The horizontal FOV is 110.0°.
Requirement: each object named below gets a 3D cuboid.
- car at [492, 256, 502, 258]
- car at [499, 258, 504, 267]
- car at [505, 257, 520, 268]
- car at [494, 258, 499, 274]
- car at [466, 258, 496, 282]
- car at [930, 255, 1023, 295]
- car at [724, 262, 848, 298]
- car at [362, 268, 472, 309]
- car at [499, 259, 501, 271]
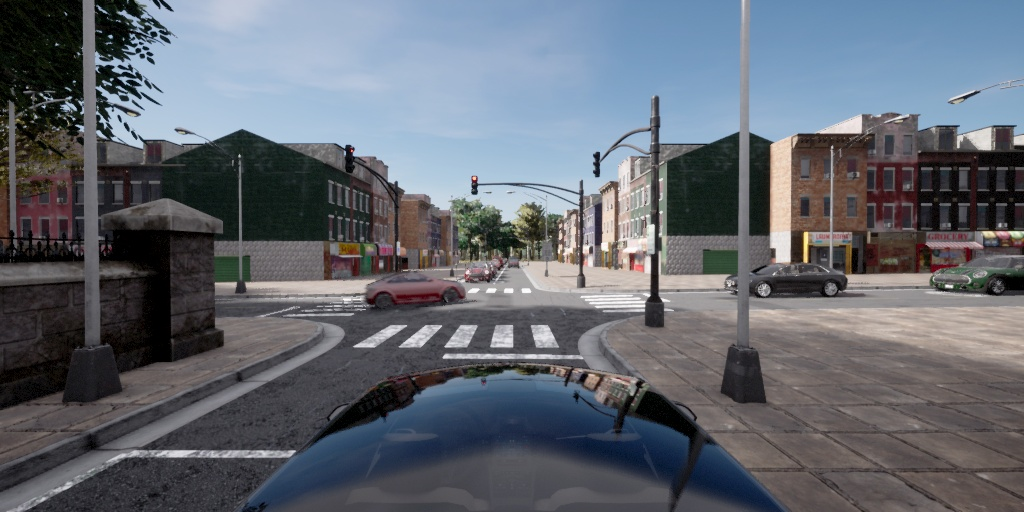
[{"bbox_3d":[-2.832,1.259,60.907,1.801,1.575,5.366,0,0,0],"label":"car"},{"bbox_3d":[-2.483,1.329,49.835,1.888,1.381,4.507,0,0,0],"label":"car"},{"bbox_3d":[0.297,1.294,61.911,2.128,1.511,4.902,0,0,0],"label":"car"},{"bbox_3d":[-2.537,1.204,33.532,1.967,1.591,4.097,0,0,0],"label":"car"},{"bbox_3d":[-2.555,1.199,28.097,1.967,1.591,4.097,0,0,0],"label":"car"},{"bbox_3d":[22.100,0.763,16.280,4.553,1.767,2.097,-1,1,0],"label":"car"},{"bbox_3d":[12.322,1.046,16.316,4.892,1.490,1.837,-1,1,0],"label":"car"},{"bbox_3d":[-4.133,1.360,15.304,4.181,1.385,1.994,-1,1,-26],"label":"car"},{"bbox_3d":[-2.519,1.335,38.966,1.948,1.339,4.313,0,0,0],"label":"car"}]
